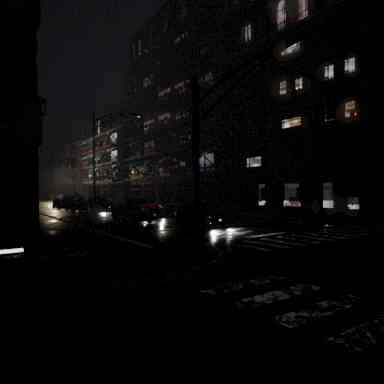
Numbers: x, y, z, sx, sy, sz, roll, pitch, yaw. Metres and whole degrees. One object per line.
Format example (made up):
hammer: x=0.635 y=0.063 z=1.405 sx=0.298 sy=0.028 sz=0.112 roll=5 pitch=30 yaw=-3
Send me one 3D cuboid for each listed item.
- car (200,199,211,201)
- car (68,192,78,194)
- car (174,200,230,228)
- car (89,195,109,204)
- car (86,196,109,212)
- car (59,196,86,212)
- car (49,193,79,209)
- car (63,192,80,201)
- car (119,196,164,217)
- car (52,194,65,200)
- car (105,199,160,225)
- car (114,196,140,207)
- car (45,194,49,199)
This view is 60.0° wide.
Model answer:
car: x=0.788 y=1.360 z=31.821 sx=1.887 sy=1.381 sz=4.507 roll=-1 pitch=1 yaw=-35
car: x=-19.807 y=1.210 z=56.810 sx=2.128 sy=1.511 sz=4.902 roll=-1 pitch=1 yaw=-35
car: x=0.586 y=1.508 z=21.720 sx=1.994 sy=1.385 sz=4.181 roll=-1 pitch=1 yaw=-34
car: x=-15.501 y=1.217 z=55.303 sx=1.752 sy=1.417 sz=4.829 roll=-1 pitch=1 yaw=-35
car: x=-9.906 y=1.426 z=36.971 sx=1.994 sy=1.385 sz=4.181 roll=-1 pitch=1 yaw=-35
car: x=-12.640 y=1.448 z=36.369 sx=2.008 sy=1.369 sz=4.403 roll=-1 pitch=1 yaw=-35
car: x=-15.862 y=1.313 z=41.049 sx=1.967 sy=1.590 sz=4.097 roll=-1 pitch=1 yaw=-35
car: x=-25.071 y=0.935 z=69.204 sx=2.192 sy=1.841 sz=5.009 roll=-1 pitch=1 yaw=-35
car: x=-4.310 y=1.258 z=28.826 sx=2.097 sy=1.767 sz=4.553 roll=-1 pitch=1 yaw=-35
car: x=-31.513 y=1.125 z=78.569 sx=2.008 sy=1.369 sz=4.403 roll=-1 pitch=1 yaw=-35
car: x=-4.406 y=1.509 z=24.178 sx=1.887 sy=1.381 sz=4.507 roll=-1 pitch=1 yaw=-35
car: x=-9.057 y=1.266 z=45.942 sx=1.752 sy=1.417 sz=4.829 roll=-1 pitch=1 yaw=-35
car: x=-34.831 y=1.075 z=83.389 sx=1.752 sy=1.417 sz=4.829 roll=-1 pitch=1 yaw=-35
